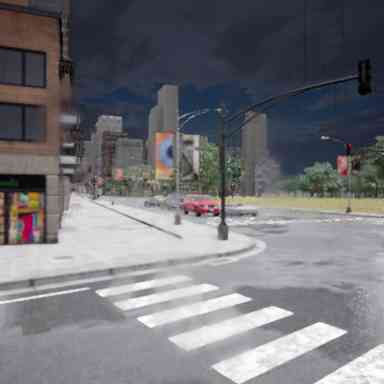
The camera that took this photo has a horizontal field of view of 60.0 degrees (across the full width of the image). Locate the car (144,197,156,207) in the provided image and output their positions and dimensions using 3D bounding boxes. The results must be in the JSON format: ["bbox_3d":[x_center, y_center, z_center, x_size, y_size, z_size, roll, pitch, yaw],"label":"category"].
[{"bbox_3d":[-6.088,1.553,50.998,1.837,1.490,4.892,0,0,-20],"label":"car"}]

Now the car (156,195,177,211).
[{"bbox_3d":[-2.558,1.538,41.415,2.128,1.511,4.902,0,0,-20],"label":"car"}]

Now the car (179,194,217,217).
[{"bbox_3d":[0.834,1.268,32.248,2.150,2.045,5.566,0,0,-20],"label":"car"}]

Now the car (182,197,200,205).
[{"bbox_3d":[-0.259,1.637,63.588,1.994,1.385,4.181,0,0,-20],"label":"car"}]

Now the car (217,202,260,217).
[{"bbox_3d":[4.509,1.655,31.734,1.895,1.301,4.718,0,0,-21],"label":"car"}]

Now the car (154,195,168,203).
[{"bbox_3d":[-6.778,1.496,71.848,1.812,1.442,4.674,0,0,-20],"label":"car"}]

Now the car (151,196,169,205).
[{"bbox_3d":[-5.820,1.535,59.815,1.882,1.535,5.008,0,0,-20],"label":"car"}]

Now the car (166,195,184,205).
[{"bbox_3d":[-3.296,1.418,62.432,2.097,1.767,4.553,0,0,-20],"label":"car"}]
